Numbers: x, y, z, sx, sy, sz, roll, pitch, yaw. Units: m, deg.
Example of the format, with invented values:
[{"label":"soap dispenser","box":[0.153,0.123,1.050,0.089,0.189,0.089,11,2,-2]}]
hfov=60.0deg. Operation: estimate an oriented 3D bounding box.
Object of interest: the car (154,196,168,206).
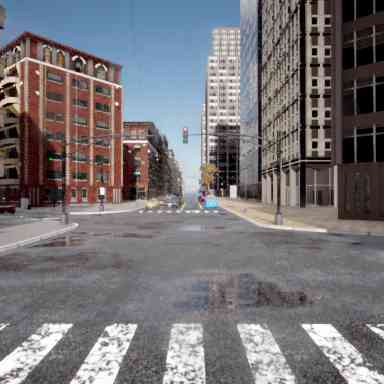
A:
[{"label":"car","box":[-5.311,1.509,56.897,1.967,1.590,4.097,0,0,0]}]

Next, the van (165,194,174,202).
[{"label":"van","box":[-5.311,1.473,79.105,1.690,1.788,3.998,0,0,0]}]

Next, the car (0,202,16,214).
[{"label":"car","box":[-21.145,1.789,36.464,4.718,1.301,1.895,-1,-1,41]}]

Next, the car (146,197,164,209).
[{"label":"car","box":[-5.311,1.570,45.621,1.752,1.417,4.829,0,0,0]}]

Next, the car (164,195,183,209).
[{"label":"car","box":[-2.812,1.537,45.981,2.128,1.511,4.902,0,0,2]}]

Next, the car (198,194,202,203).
[{"label":"car","box":[2.569,1.644,68.001,1.887,1.381,4.507,0,0,0]}]

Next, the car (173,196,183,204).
[{"label":"car","box":[-2.773,1.620,66.435,1.812,1.442,4.674,0,0,1]}]

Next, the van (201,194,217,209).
[{"label":"van","box":[2.570,1.386,45.791,1.690,1.788,3.998,0,0,0]}]

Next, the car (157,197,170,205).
[{"label":"car","box":[-5.311,1.650,62.449,1.947,1.339,4.313,0,0,0]}]
